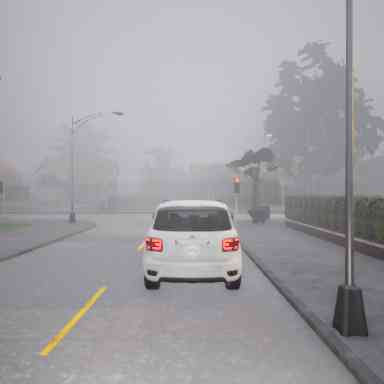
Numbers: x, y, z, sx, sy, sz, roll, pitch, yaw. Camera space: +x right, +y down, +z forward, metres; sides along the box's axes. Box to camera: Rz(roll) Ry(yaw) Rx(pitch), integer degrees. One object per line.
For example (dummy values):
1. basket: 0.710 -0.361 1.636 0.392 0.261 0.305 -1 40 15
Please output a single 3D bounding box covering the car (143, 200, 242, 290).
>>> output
1. car: 0.026 1.221 9.227 2.150 2.045 5.566 0 0 0
